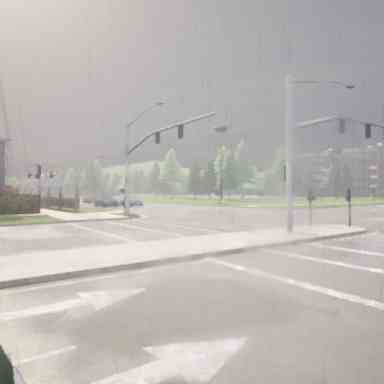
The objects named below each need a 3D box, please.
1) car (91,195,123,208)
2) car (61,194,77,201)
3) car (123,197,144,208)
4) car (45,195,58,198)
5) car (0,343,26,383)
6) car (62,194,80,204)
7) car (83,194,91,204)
[{"bbox_3d":[-11.687,1.269,45.677,2.097,1.767,4.553,0,0,-36],"label":"car"},{"bbox_3d":[-26.977,1.210,72.742,2.128,1.511,4.902,0,0,-36],"label":"car"},{"bbox_3d":[-8.634,1.425,47.432,1.812,1.442,4.674,0,0,-36],"label":"car"},{"bbox_3d":[-30.277,1.228,71.326,1.895,1.301,4.718,0,0,-36],"label":"car"},{"bbox_3d":[-3.292,1.610,1.440,4.718,1.301,1.895,0,0,-35],"label":"car"},{"bbox_3d":[-21.425,1.424,59.112,1.837,1.490,4.892,0,0,-36],"label":"car"},{"bbox_3d":[-18.197,1.252,60.630,2.097,1.767,4.553,0,0,-36],"label":"car"}]
